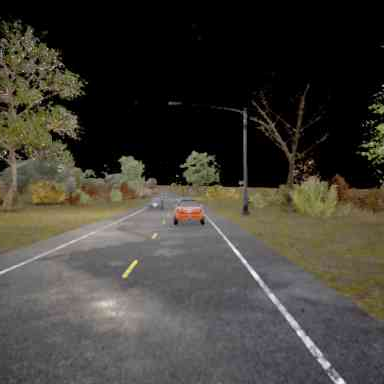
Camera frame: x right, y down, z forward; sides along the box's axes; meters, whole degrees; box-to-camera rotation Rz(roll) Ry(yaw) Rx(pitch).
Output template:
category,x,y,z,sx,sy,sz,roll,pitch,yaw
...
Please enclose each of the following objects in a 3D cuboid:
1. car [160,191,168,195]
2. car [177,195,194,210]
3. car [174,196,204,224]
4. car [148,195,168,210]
category,x,y,z,sx,sy,sz,roll,pitch,yaw
car,-6.997,0.698,82.601,2.150,2.045,5.566,0,0,-5
car,-0.858,1.305,42.629,2.097,1.767,4.553,0,0,-2
car,-0.241,1.333,24.742,2.097,1.767,4.553,0,0,-1
car,-4.522,1.449,42.180,2.128,1.511,4.902,0,0,-2
